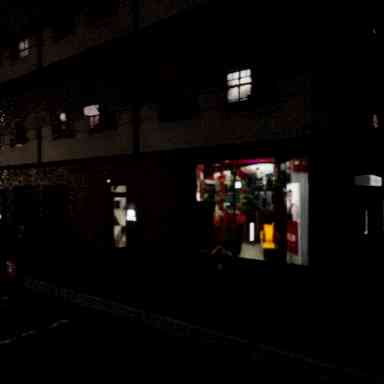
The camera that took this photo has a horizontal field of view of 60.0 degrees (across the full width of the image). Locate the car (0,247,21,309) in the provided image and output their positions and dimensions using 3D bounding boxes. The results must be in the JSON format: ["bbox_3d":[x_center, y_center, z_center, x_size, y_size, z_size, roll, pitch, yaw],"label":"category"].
[{"bbox_3d":[-5.243,1.438,6.621,4.097,1.590,1.967,0,0,36],"label":"car"}]
